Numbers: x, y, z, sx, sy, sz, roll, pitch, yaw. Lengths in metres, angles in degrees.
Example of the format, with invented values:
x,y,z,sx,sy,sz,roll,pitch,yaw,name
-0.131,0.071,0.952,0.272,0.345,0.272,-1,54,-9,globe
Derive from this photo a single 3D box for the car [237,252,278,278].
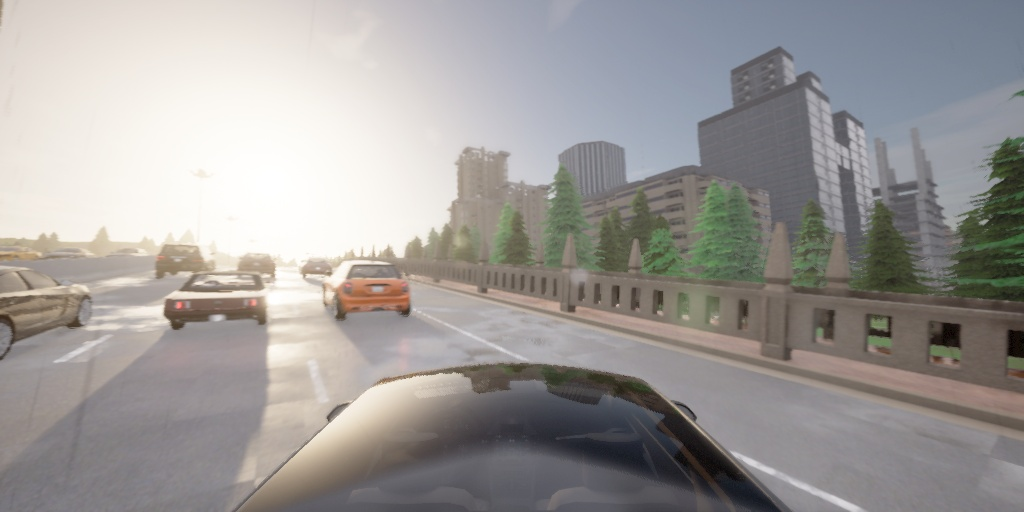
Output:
x,y,z,sx,sy,sz,roll,pitch,yaw,name
-17.309,0.489,24.485,2.097,1.767,4.553,2,0,-33,car

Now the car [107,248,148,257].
x,y,z,sx,sy,sz,roll,pitch,yaw,name
-36.048,0.030,33.803,2.097,1.767,4.553,2,-2,-33,car

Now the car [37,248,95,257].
x,y,z,sx,sy,sz,roll,pitch,yaw,name
-38.724,0.020,31.491,1.837,1.490,4.892,2,-2,-33,car

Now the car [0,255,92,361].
x,y,z,sx,sy,sz,roll,pitch,yaw,name
-9.675,0.876,6.379,1.882,1.535,5.008,2,0,-33,car

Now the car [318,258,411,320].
x,y,z,sx,sy,sz,roll,pitch,yaw,name
-4.974,0.927,11.985,2.097,1.767,4.553,2,0,-33,car

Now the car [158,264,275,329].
x,y,z,sx,sy,sz,roll,pitch,yaw,name
-7.845,1.069,9.969,1.895,1.301,4.718,2,0,-33,car

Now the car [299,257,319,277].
x,y,z,sx,sy,sz,roll,pitch,yaw,name
-14.793,0.796,27.020,1.994,1.385,4.181,2,0,-33,car

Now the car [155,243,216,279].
x,y,z,sx,sy,sz,roll,pitch,yaw,name
-19.886,0.263,22.041,2.150,2.045,5.566,2,0,-33,car

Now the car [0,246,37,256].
x,y,z,sx,sy,sz,roll,pitch,yaw,name
-41.909,-0.081,29.977,1.882,1.535,5.008,2,-2,-33,car
